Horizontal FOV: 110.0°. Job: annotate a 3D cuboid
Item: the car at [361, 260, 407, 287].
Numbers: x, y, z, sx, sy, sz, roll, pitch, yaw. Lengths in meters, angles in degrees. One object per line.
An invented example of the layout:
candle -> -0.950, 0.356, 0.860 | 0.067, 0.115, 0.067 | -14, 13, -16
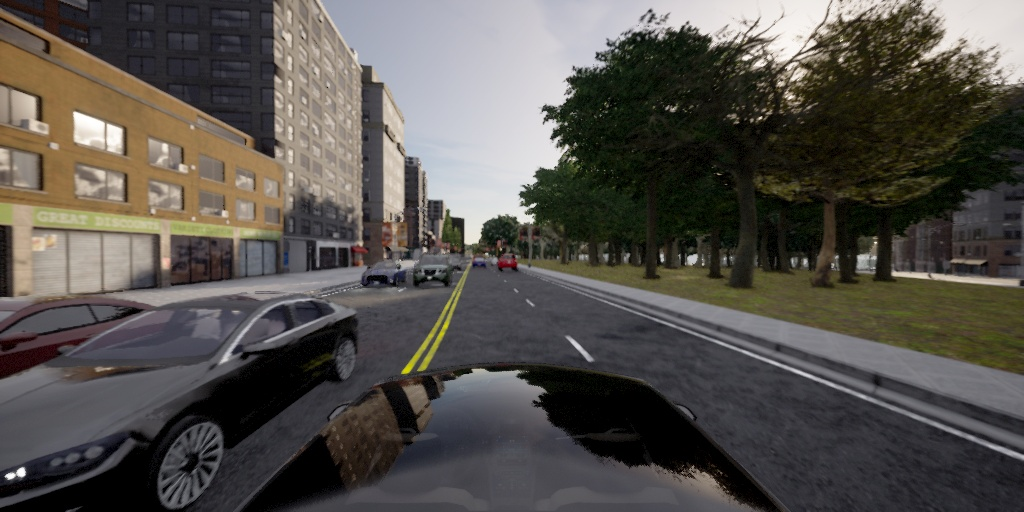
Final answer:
car -> -8.419, 1.059, 23.964 | 2.097, 1.767, 4.553 | 0, 0, -6

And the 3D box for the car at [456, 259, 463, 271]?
car -> -7.303, 1.121, 45.261 | 1.837, 1.490, 4.892 | 0, 0, -5

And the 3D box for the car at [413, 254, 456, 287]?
car -> -5.169, 0.918, 24.108 | 2.150, 2.045, 5.566 | 0, 0, -6

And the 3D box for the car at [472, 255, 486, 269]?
car -> -4.898, 1.047, 53.819 | 1.882, 1.535, 5.008 | 0, 0, -6

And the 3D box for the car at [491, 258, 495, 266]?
car -> -2.829, 1.036, 65.343 | 1.812, 1.442, 4.674 | 0, 0, -6

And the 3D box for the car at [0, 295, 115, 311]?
car -> -6.773, 1.306, 4.779 | 1.812, 1.442, 4.674 | 0, 0, -2

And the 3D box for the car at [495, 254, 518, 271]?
car -> -0.609, 0.815, 44.954 | 2.150, 2.045, 5.566 | 0, 0, -6

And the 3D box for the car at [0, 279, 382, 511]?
car -> -3.497, 1.258, 4.309 | 2.128, 1.511, 4.902 | 0, 0, -2
